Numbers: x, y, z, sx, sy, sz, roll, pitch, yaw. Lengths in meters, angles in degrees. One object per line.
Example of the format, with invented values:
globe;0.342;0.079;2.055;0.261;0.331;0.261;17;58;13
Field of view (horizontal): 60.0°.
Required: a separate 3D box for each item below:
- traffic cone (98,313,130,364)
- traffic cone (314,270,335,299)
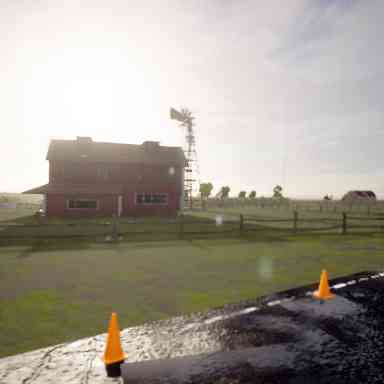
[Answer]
traffic cone;-1.079;1.980;4.605;0.340;0.580;0.340;1;-1;-35
traffic cone;2.990;2.052;7.508;0.340;0.580;0.340;1;-1;-36
